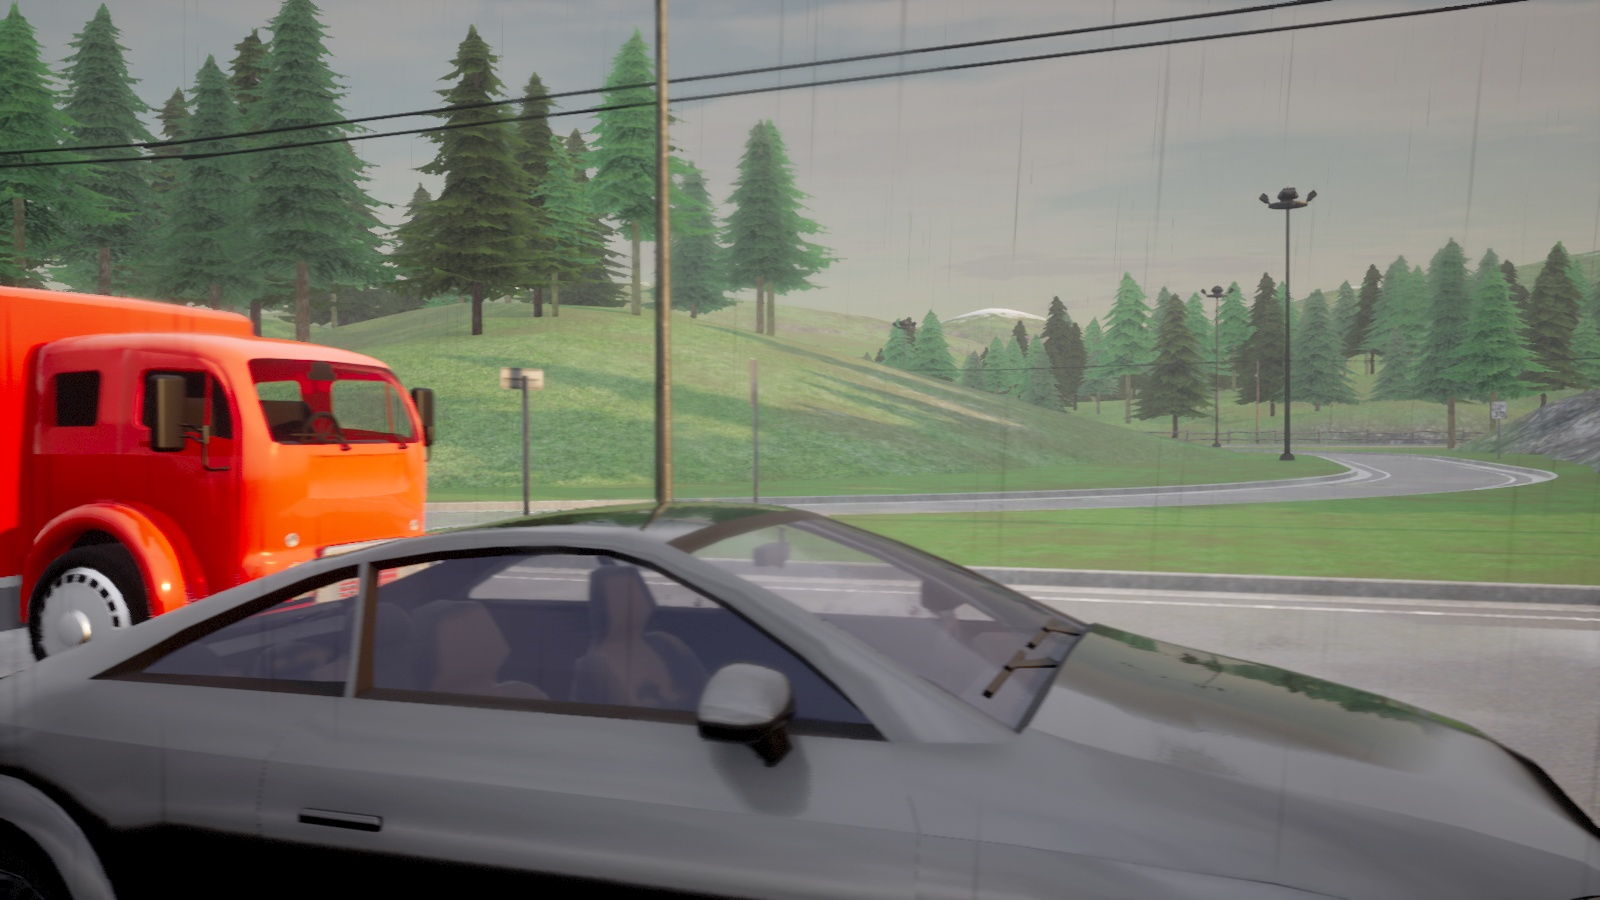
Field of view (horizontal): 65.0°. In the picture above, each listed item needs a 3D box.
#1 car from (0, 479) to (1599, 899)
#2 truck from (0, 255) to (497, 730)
[{"bbox_3d":[-0.130,0.838,3.238,4.181,1.385,1.994,1,1,19],"label":"car"},{"bbox_3d":[-5.057,0.183,8.580,5.204,2.467,2.627,1,1,19],"label":"truck"}]
